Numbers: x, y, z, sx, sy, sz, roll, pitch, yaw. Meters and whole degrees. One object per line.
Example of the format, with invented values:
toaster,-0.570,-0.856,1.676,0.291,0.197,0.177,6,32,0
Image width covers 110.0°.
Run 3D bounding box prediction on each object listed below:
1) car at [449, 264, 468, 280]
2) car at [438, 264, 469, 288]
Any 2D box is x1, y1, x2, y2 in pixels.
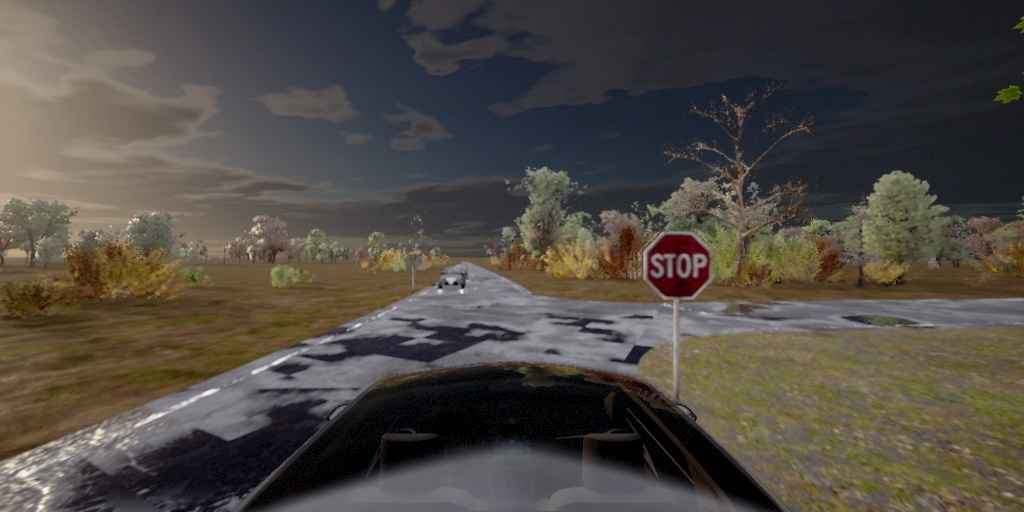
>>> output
car,-5.669,1.680,38.585,1.882,1.535,5.008,0,-1,-7
car,-4.367,1.550,26.741,2.128,1.511,4.902,0,-1,-5
